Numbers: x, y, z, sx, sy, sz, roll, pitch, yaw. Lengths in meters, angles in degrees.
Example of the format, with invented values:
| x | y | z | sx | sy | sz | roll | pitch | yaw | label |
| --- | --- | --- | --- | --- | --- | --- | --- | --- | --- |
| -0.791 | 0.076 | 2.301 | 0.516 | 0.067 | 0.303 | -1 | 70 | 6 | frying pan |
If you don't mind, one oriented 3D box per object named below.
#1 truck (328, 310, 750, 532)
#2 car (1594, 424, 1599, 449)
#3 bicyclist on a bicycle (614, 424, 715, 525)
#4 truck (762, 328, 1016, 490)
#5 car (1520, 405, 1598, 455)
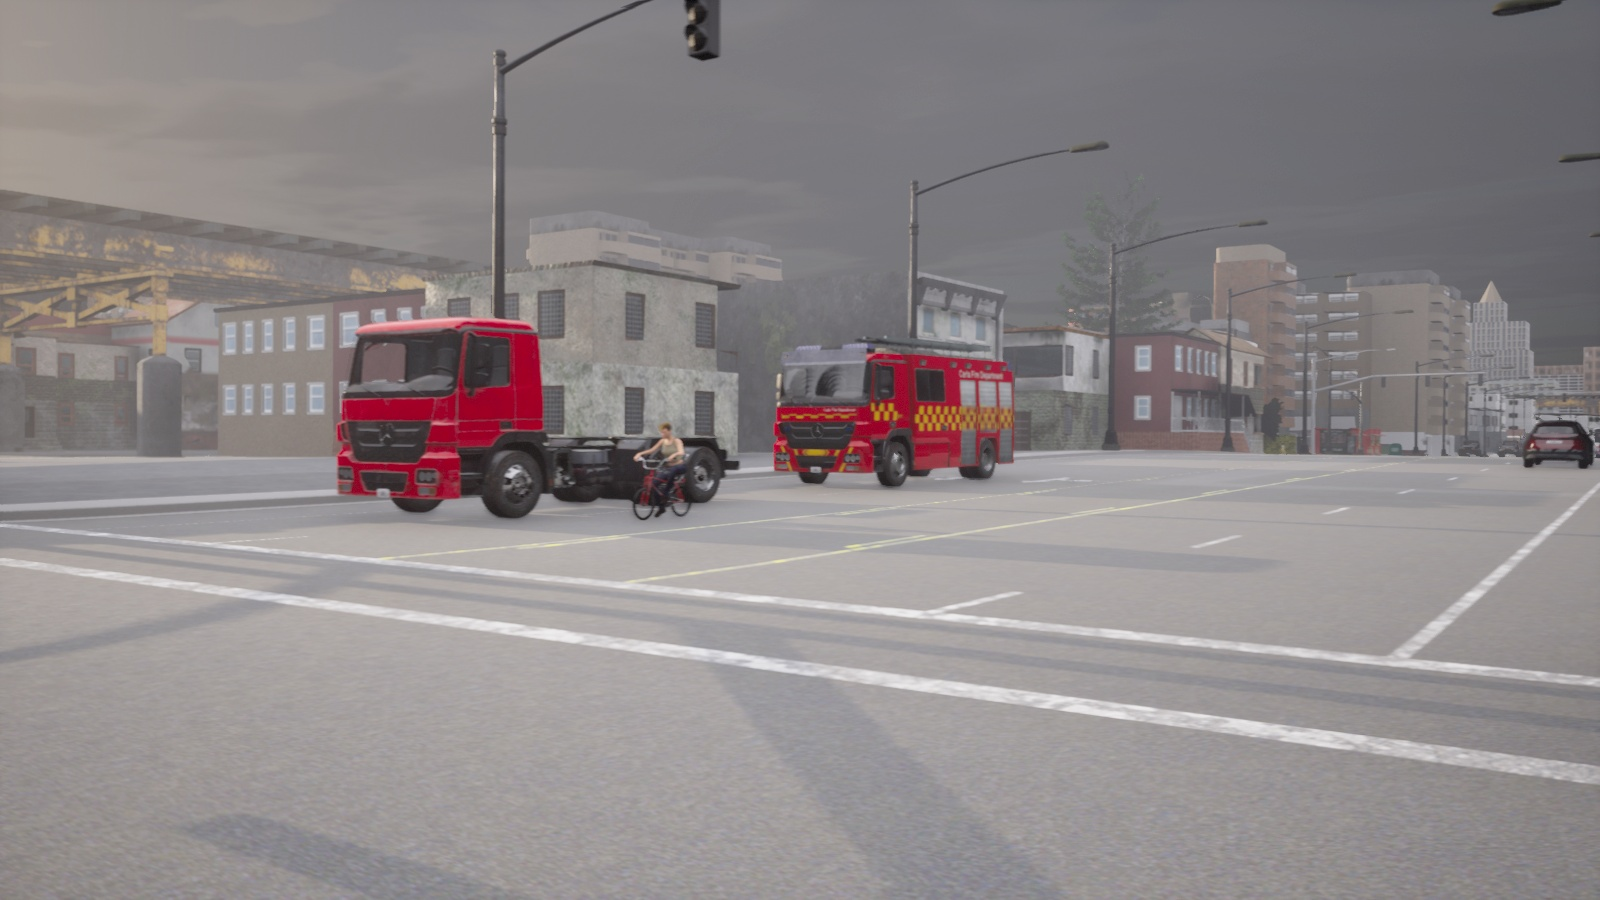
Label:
| x | y | z | sx | sy | sz | roll | pitch | yaw | label |
| --- | --- | --- | --- | --- | --- | --- | --- | --- | --- |
| -4.504 | -0.555 | 23.685 | 2.891 | 3.462 | 7.936 | 0 | 1 | 34 | truck |
| 53.559 | -0.869 | 82.777 | 1.851 | 1.617 | 3.988 | 0 | 0 | 35 | car |
| -2.243 | 0.380 | 20.909 | 0.866 | 1.612 | 1.509 | 0 | 1 | 34 | bicyclist on a bicycle |
| 2.680 | -1.106 | 34.025 | 2.891 | 3.827 | 8.468 | 0 | 2 | 35 | truck |
| 26.635 | -0.728 | 43.986 | 2.033 | 1.649 | 4.856 | 0 | 2 | 35 | car |
